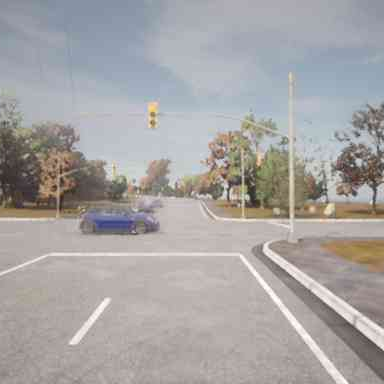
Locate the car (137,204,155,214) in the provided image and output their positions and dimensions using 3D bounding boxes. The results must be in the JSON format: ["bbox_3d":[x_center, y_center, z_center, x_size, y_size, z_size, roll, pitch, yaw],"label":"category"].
[{"bbox_3d":[-7.052,2.562,51.182,2.033,1.411,5.357,0,0,0],"label":"car"}]

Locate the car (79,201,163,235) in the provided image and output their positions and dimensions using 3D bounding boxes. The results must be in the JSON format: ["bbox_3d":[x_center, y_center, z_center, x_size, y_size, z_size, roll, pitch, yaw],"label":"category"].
[{"bbox_3d":[-4.218,1.587,19.800,4.553,1.767,2.097,0,-2,3],"label":"car"}]

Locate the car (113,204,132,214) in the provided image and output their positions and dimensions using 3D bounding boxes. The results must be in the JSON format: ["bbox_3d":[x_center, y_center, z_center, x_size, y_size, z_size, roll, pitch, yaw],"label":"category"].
[{"bbox_3d":[-10.551,2.615,51.044,1.895,1.301,4.718,0,0,0],"label":"car"}]

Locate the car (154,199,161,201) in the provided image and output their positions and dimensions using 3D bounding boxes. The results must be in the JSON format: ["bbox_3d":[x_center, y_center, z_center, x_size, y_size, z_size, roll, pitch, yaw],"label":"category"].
[{"bbox_3d":[-6.982,2.272,66.425,2.097,1.767,4.553,0,1,0],"label":"car"}]
